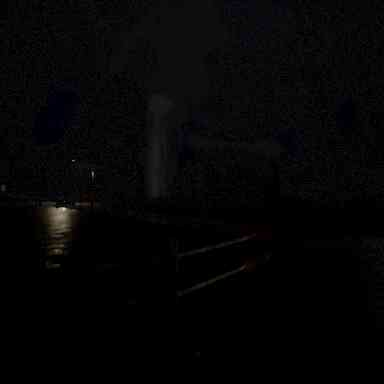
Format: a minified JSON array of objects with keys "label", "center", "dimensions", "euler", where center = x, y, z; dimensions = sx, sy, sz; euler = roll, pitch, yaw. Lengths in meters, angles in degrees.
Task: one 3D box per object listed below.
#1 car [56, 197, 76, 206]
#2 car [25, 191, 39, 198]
[{"label":"car","center":[-18.891,1.431,49.722],"dimensions":[1.895,1.301,4.718],"euler":[2,0,-36]},{"label":"car","center":[-39.881,0.608,83.869],"dimensions":[1.882,1.535,5.008],"euler":[2,0,-36]}]
